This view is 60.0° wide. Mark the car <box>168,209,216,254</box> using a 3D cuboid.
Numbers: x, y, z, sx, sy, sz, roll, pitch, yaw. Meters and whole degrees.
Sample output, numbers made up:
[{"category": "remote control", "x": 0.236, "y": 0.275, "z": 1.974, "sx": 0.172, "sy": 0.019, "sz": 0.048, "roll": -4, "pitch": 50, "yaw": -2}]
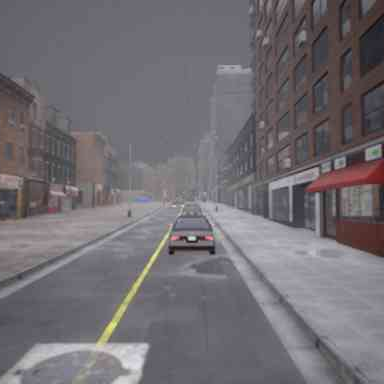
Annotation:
[{"category": "car", "x": 0.000, "y": 1.680, "z": 14.031, "sx": 2.033, "sy": 1.411, "sz": 5.357, "roll": 0, "pitch": 0, "yaw": 0}]

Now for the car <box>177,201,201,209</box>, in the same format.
[{"category": "car", "x": -0.002, "y": 1.781, "z": 29.042, "sx": 2.033, "sy": 1.411, "sz": 5.357, "roll": 0, "pitch": 0, "yaw": 0}]

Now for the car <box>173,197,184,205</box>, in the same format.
[{"category": "car", "x": -2.757, "y": 1.772, "z": 68.977, "sx": 2.097, "sy": 1.767, "sz": 4.553, "roll": 0, "pitch": -1, "yaw": 0}]

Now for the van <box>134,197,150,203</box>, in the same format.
[{"category": "van", "x": -12.934, "y": 2.116, "z": 86.410, "sx": 3.998, "sy": 1.788, "sz": 1.690, "roll": 0, "pitch": -3, "yaw": 0}]
